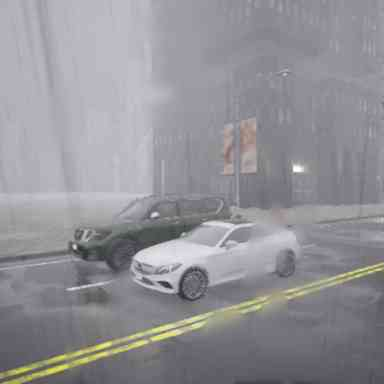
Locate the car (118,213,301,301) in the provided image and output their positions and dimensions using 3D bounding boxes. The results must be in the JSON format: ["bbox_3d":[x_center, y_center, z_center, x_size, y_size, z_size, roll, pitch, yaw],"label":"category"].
[{"bbox_3d":[0.791,1.441,8.242,4.674,1.442,1.812,-1,1,-35],"label":"car"}]

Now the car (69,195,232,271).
[{"bbox_3d":[-1.039,1.136,10.920,5.566,2.045,2.150,-1,1,-36],"label":"car"}]
